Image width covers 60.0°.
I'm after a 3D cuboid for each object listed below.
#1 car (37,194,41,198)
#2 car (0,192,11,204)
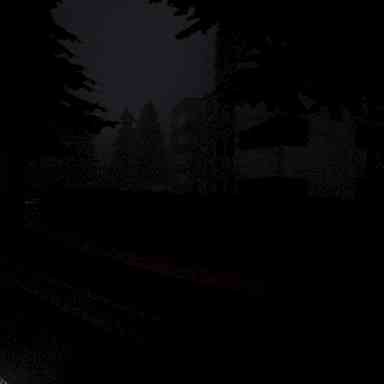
[{"bbox_3d":[-22.886,0.430,54.597,2.033,1.411,5.357,1,1,18],"label":"car"},{"bbox_3d":[-21.642,0.672,38.786,1.994,1.385,4.181,1,1,1],"label":"car"}]
